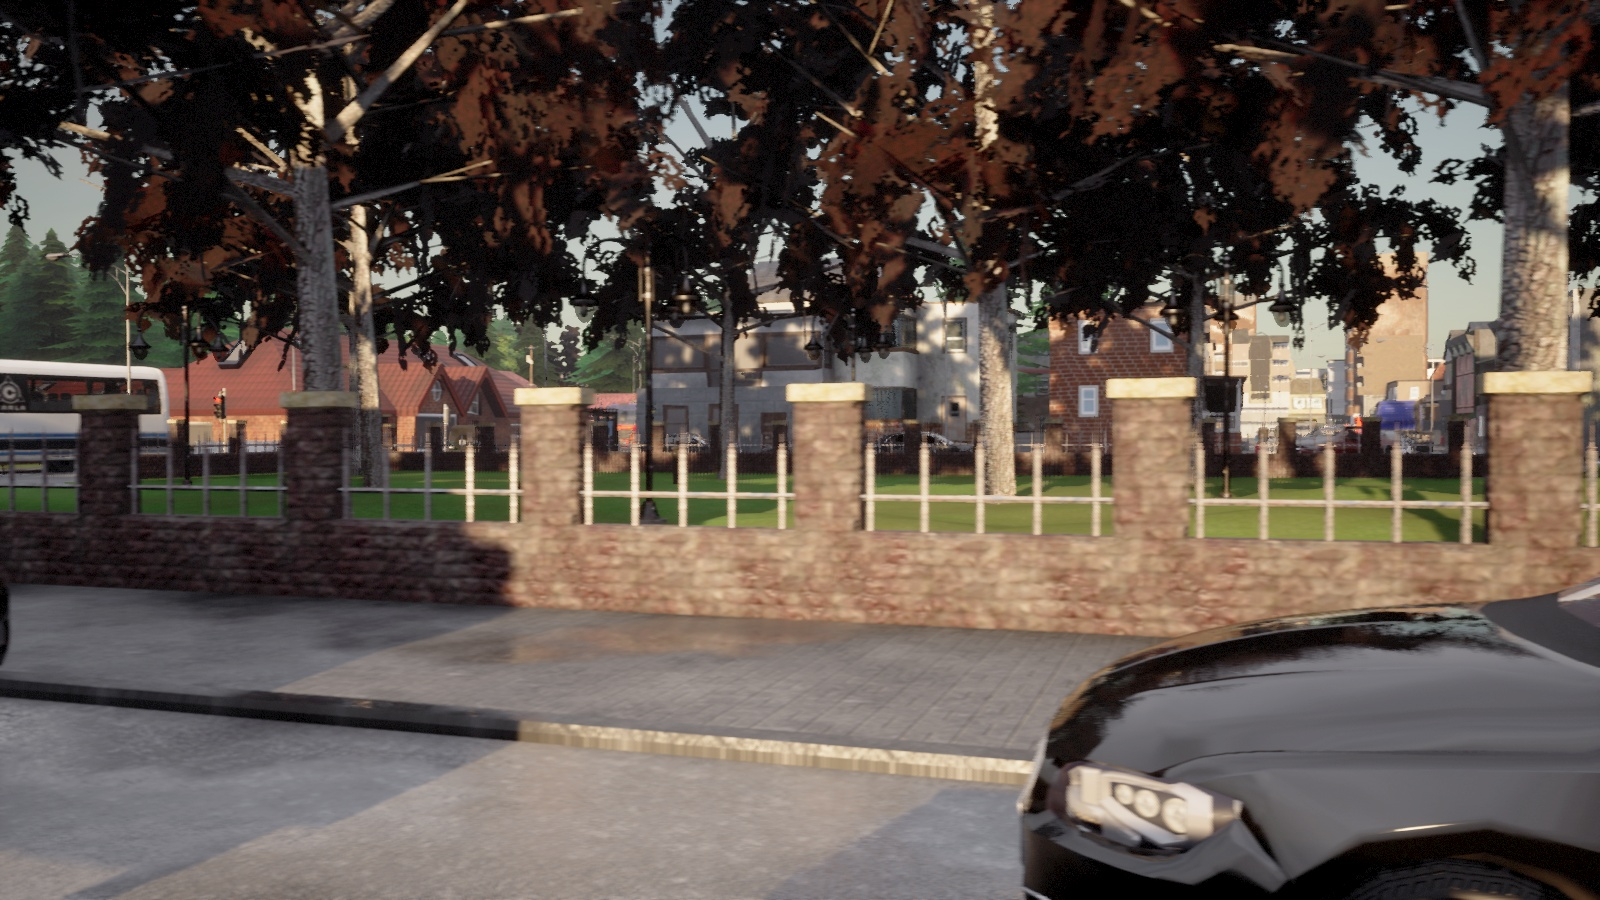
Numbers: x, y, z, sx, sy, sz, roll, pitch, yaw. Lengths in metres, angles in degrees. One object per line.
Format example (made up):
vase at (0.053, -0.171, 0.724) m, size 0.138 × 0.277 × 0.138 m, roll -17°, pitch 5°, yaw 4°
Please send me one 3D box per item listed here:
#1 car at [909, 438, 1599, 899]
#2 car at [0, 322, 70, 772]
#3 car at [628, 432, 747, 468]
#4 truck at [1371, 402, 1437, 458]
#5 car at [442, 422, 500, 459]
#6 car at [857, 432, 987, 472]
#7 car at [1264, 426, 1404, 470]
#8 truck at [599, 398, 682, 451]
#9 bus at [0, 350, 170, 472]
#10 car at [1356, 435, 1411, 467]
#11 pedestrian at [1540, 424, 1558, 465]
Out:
car at (2.882, 0.750, 2.750) m, size 4.902 × 1.511 × 2.128 m, roll 1°, pitch 1°, yaw 19°
car at (-6.499, 0.426, 5.907) m, size 5.566 × 2.045 × 2.150 m, roll 1°, pitch 1°, yaw 18°
car at (-4.728, -0.014, 52.984) m, size 4.674 × 1.442 × 1.812 m, roll 0°, pitch 1°, yaw 15°
truck at (39.379, -1.322, 82.091) m, size 2.891 × 3.462 × 7.936 m, roll 1°, pitch 1°, yaw 19°
car at (-17.528, -0.518, 67.066) m, size 1.905 × 1.878 × 3.866 m, roll 0°, pitch 1°, yaw 3°
car at (4.849, 0.052, 49.793) m, size 4.892 × 1.490 × 1.837 m, roll 0°, pitch 1°, yaw 16°
car at (21.000, -0.107, 49.405) m, size 5.027 × 1.651 × 2.152 m, roll 0°, pitch 1°, yaw -22°
truck at (-12.091, -1.925, 96.263) m, size 2.891 × 3.827 × 8.468 m, roll 1°, pitch 1°, yaw 19°
bus at (-29.010, -1.401, 46.311) m, size 3.944 × 4.253 × 10.273 m, roll 0°, pitch 1°, yaw 21°
car at (27.329, 0.012, 58.922) m, size 1.812 × 1.442 × 4.674 m, roll 1°, pitch 1°, yaw 19°
pedestrian at (33.559, -0.238, 56.246) m, size 0.709 × 1.840 × 0.431 m, roll 0°, pitch 1°, yaw -36°
